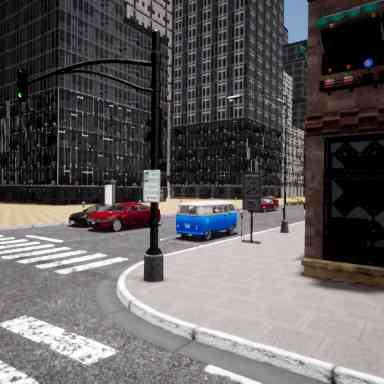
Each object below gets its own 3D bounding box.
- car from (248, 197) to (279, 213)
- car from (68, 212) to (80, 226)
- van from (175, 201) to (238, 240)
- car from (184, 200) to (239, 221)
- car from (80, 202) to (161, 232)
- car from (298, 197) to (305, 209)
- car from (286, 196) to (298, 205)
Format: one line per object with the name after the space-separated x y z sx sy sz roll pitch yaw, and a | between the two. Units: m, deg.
7.777 1.504 36.660 1.895 1.301 4.718 1 1 36 | car
-5.961 1.467 21.892 1.947 1.339 4.313 1 1 36 | car
0.862 1.368 17.019 1.690 1.788 3.998 1 1 36 | van
1.779 1.469 28.268 2.033 1.411 5.357 1 1 36 | car
-3.974 1.418 20.209 1.882 1.535 5.008 1 1 34 | car
15.654 1.428 42.299 2.128 1.511 4.902 1 1 36 | car
16.447 1.363 53.271 1.752 1.417 4.829 1 1 36 | car
